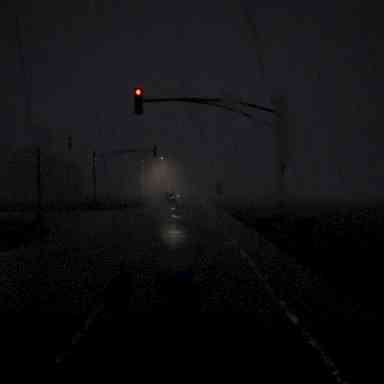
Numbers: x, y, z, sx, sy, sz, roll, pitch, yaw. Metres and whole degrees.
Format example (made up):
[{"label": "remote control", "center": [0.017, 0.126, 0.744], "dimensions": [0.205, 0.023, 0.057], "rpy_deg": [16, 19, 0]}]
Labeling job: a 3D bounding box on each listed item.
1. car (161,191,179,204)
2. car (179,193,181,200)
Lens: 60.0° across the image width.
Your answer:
[{"label": "car", "center": [-3.484, 0.811, 49.710], "dimensions": [2.097, 1.767, 4.553], "rpy_deg": [0, 1, 0]}, {"label": "car", "center": [-3.392, 0.621, 66.085], "dimensions": [2.097, 1.767, 4.553], "rpy_deg": [0, 1, 1]}]
